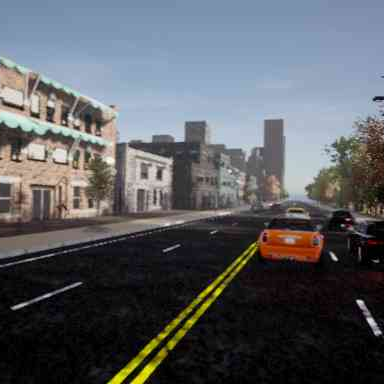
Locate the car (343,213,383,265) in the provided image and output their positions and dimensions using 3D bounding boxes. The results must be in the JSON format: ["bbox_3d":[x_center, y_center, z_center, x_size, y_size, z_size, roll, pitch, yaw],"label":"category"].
[{"bbox_3d":[7.289,1.854,12.875,1.882,1.535,5.008,1,-1,18],"label":"car"}]

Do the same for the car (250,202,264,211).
[{"bbox_3d":[11.215,2.550,57.015,2.128,1.511,4.902,1,-1,18],"label":"car"}]

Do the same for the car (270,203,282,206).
[{"bbox_3d":[14.300,2.611,55.993,1.882,1.535,5.008,1,-1,18],"label":"car"}]

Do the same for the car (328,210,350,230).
[{"bbox_3d":[11.555,2.176,26.079,1.837,1.490,4.892,1,0,19],"label":"car"}]

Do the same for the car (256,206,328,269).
[{"bbox_3d":[3.808,1.626,12.690,2.097,1.767,4.553,1,-1,19],"label":"car"}]
